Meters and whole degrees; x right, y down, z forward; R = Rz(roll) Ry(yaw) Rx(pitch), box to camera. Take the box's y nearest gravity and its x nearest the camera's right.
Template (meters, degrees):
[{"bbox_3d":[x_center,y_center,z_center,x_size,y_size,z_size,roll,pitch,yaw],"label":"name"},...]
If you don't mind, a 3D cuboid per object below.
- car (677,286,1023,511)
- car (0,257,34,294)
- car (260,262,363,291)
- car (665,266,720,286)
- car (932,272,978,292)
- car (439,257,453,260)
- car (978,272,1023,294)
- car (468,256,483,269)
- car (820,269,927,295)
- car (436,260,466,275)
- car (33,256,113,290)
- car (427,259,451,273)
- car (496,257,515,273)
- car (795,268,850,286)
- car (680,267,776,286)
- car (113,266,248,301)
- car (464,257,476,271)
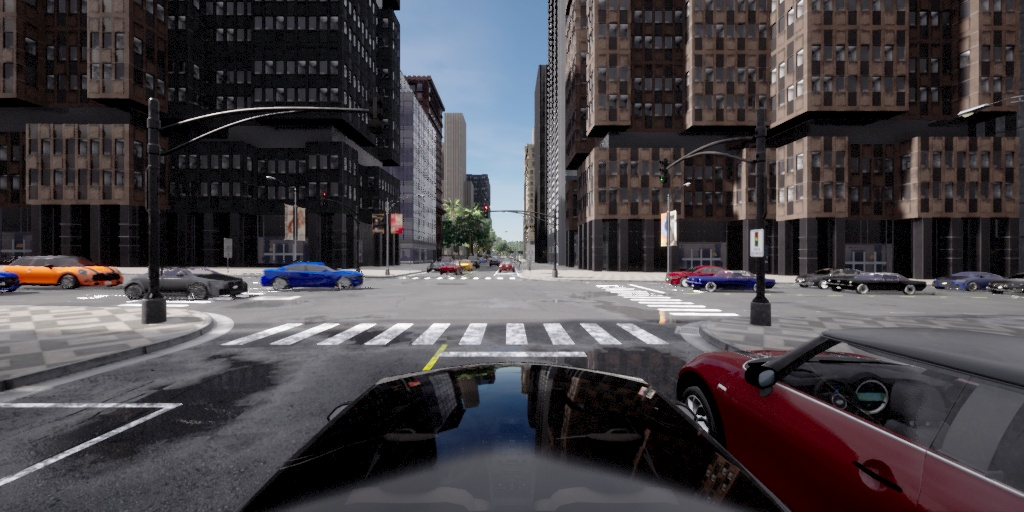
[{"bbox_3d":[2.764,1.190,2.356,1.967,1.591,4.097,0,0,0],"label":"car"},{"bbox_3d":[-24.594,0.913,15.526,5.008,1.535,1.882,1,0,0],"label":"car"},{"bbox_3d":[-11.014,1.098,20.010,5.008,1.535,1.882,1,1,-17],"label":"car"},{"bbox_3d":[13.644,1.443,25.704,5.008,1.535,1.882,1,0,0],"label":"car"},{"bbox_3d":[33.112,1.812,25.810,4.181,1.385,1.994,1,0,-1],"label":"car"},{"bbox_3d":[-9.166,1.084,49.120,2.192,1.841,5.009,0,0,0],"label":"car"},{"bbox_3d":[33.099,1.756,22.554,4.892,1.490,1.837,1,0,0],"label":"car"},{"bbox_3d":[-6.557,1.014,59.254,2.150,2.045,5.566,0,0,0],"label":"car"},{"bbox_3d":[22.692,1.701,22.502,4.718,1.301,1.895,1,0,0],"label":"car"},{"bbox_3d":[-6.463,1.347,38.521,1.895,1.301,4.718,0,0,1],"label":"car"},{"bbox_3d":[-23.404,0.800,18.781,4.553,1.767,2.097,1,0,0],"label":"car"},{"bbox_3d":[-9.131,1.323,43.694,1.948,1.339,4.313,0,0,0],"label":"car"},{"bbox_3d":[-0.606,1.197,43.747,1.967,1.591,4.097,0,0,0],"label":"car"},{"bbox_3d":[23.135,1.607,25.752,4.892,1.490,1.837,1,0,0],"label":"car"},{"bbox_3d":[13.526,1.568,22.447,4.718,1.301,1.895,1,0,0],"label":"car"},{"bbox_3d":[-14.034,1.148,15.587,4.181,1.385,1.994,1,0,0],"label":"car"},{"bbox_3d":[-6.497,1.246,48.915,1.882,1.535,5.008,0,0,0],"label":"car"}]
